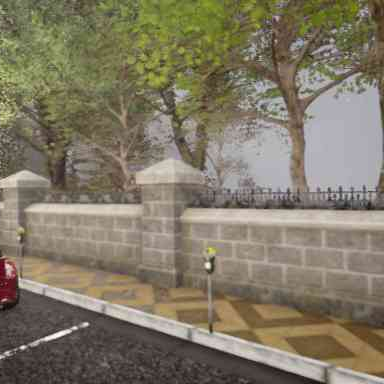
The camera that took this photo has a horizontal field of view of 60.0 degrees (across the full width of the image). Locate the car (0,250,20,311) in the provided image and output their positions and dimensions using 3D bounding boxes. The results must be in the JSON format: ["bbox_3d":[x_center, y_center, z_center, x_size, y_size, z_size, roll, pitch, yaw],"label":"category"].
[{"bbox_3d":[-5.282,1.493,6.652,4.097,1.590,1.967,0,-1,35],"label":"car"}]
